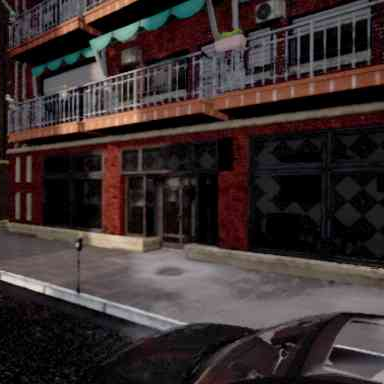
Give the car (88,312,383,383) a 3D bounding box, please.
[{"bbox_3d":[1.086,1.551,2.089,4.403,1.369,2.008,0,1,35],"label":"car"}]
